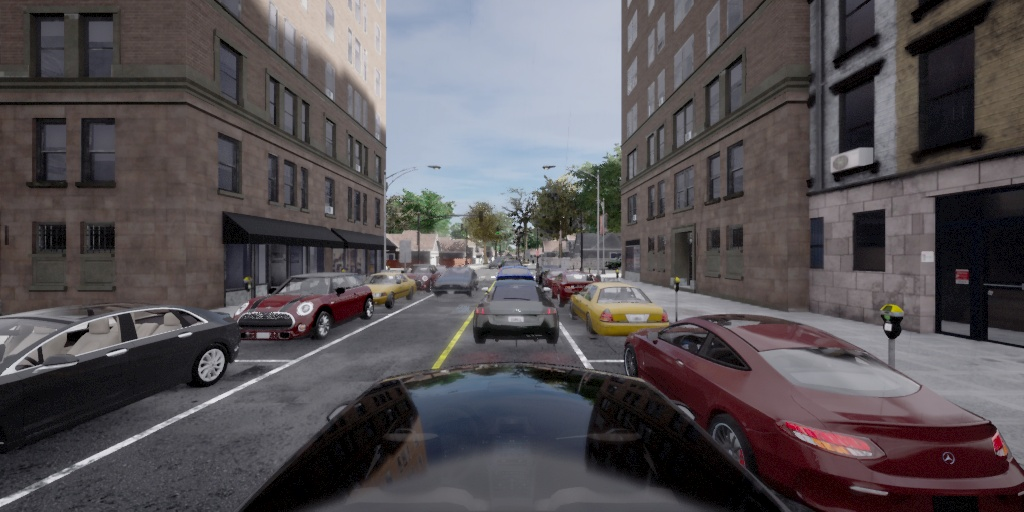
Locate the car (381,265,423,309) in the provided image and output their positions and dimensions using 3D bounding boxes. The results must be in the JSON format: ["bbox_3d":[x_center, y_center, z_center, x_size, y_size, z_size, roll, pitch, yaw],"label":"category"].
[{"bbox_3d":[-5.354,1.280,15.086,1.751,1.417,4.829,0,0,0],"label":"car"}]

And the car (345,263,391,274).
[{"bbox_3d":[-17.088,1.467,42.616,4.718,1.301,1.895,0,0,-2],"label":"car"}]

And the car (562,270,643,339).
[{"bbox_3d":[2.657,1.278,9.889,1.751,1.417,4.829,0,0,0],"label":"car"}]

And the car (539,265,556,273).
[{"bbox_3d":[2.687,1.340,20.755,1.802,1.307,4.207,0,0,0],"label":"car"}]

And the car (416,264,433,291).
[{"bbox_3d":[-5.338,1.198,20.775,1.967,1.591,4.097,0,0,0],"label":"car"}]

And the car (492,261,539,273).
[{"bbox_3d":[0.123,1.235,18.629,1.882,1.535,5.008,0,0,-1],"label":"car"}]

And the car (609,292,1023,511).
[{"bbox_3d":[2.641,1.332,4.201,1.802,1.307,4.207,0,0,0],"label":"car"}]

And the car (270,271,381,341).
[{"bbox_3d":[-5.369,1.192,9.738,1.967,1.591,4.097,0,0,0],"label":"car"}]

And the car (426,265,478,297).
[{"bbox_3d":[-2.804,1.305,19.142,2.033,1.411,5.357,0,0,0],"label":"car"}]

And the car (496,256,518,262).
[{"bbox_3d":[0.071,1.114,27.869,2.097,1.767,4.553,0,0,0],"label":"car"}]

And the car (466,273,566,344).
[{"bbox_3d":[0.111,1.316,9.636,1.994,1.385,4.181,0,0,1],"label":"car"}]

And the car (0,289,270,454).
[{"bbox_3d":[-5.384,1.301,4.219,2.007,1.370,4.403,0,0,0],"label":"car"}]

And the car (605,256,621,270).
[{"bbox_3d":[15.610,0.895,49.213,5.566,2.045,2.150,0,0,0],"label":"car"}]

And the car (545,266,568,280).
[{"bbox_3d":[2.671,1.300,15.237,1.888,1.381,4.507,0,0,0],"label":"car"}]

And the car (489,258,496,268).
[{"bbox_3d":[-2.927,1.402,60.864,1.895,1.301,4.718,0,0,0],"label":"car"}]
